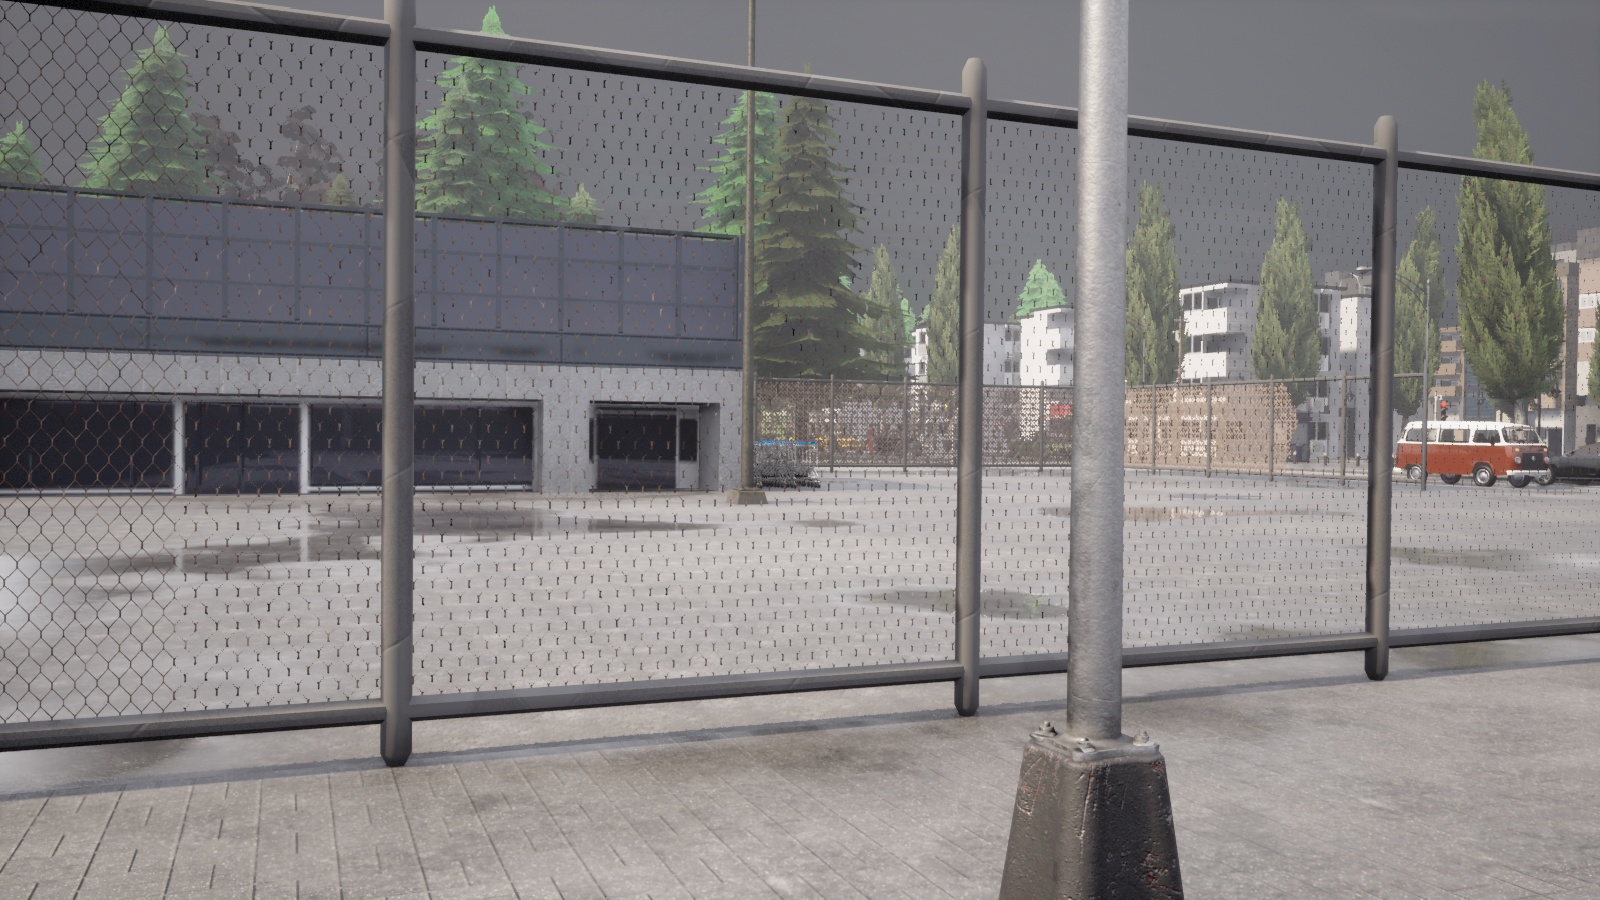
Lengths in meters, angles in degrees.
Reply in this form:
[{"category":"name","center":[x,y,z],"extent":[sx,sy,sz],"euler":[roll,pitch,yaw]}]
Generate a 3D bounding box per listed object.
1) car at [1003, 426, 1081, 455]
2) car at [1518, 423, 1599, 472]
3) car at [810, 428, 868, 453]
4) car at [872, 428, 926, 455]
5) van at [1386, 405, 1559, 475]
[{"category":"car","center":[13.176,-0.514,68.621],"extent":[2.007,1.525,4.514],"euler":[-1,1,-22]},{"category":"car","center":[25.242,-0.109,39.003],"extent":[2.163,1.488,4.792],"euler":[-1,1,-22]},{"category":"car","center":[2.559,-0.657,83.993],"extent":[1.801,1.575,5.366],"euler":[-1,1,-22]},{"category":"car","center":[5.938,-0.520,75.749],"extent":[1.789,1.549,3.705],"euler":[-1,1,-21]},{"category":"van","center":[20.856,-0.341,39.153],"extent":[2.069,2.038,4.480],"euler":[-1,1,-22]}]
